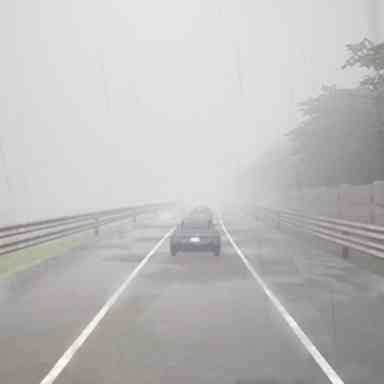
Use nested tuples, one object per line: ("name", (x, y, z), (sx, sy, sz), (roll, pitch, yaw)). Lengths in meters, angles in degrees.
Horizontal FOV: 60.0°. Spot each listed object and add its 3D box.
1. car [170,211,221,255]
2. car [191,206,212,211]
("car", (0.176, 1.746, 14.211), (1.994, 1.385, 4.181), (0, -1, 2))
("car", (0.807, 1.948, 29.169), (1.994, 1.385, 4.181), (0, -1, 3))
